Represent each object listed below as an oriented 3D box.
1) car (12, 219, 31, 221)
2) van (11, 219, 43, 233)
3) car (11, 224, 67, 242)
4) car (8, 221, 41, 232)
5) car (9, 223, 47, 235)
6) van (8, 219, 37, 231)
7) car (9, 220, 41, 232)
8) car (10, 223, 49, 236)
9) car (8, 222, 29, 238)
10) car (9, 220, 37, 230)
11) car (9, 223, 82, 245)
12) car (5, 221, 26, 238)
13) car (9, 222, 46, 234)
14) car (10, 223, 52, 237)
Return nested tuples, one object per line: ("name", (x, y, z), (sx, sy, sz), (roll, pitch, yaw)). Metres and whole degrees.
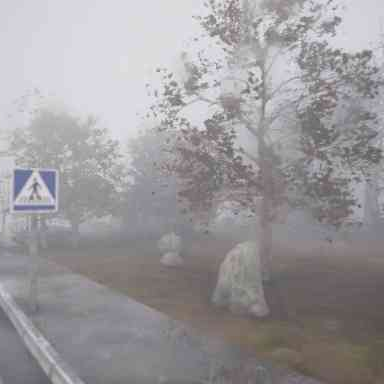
("car", (-19.165, 4.424, 39.950), (4.553, 1.767, 2.185), (1, -5, -29))
("van", (-25.788, 5.283, 52.003), (4.442, 1.987, 1.878), (1, -4, -29))
("car", (-15.063, 3.962, 32.790), (4.792, 1.488, 2.163), (1, -5, -29))
("car", (-28.591, 5.864, 56.720), (4.892, 1.521, 2.231), (1, -4, -29))
("car", (-23.214, 5.164, 47.129), (4.792, 1.488, 2.163), (1, -4, -29))
("van", (-30.042, 5.809, 59.078), (4.442, 1.987, 1.878), (1, -4, -29))
("car", (-27.328, 5.570, 54.431), (4.553, 1.767, 2.185), (1, -4, -29))
("car", (-21.834, 4.981, 44.747), (4.674, 1.452, 2.002), (1, -5, -29))
("car", (-12.399, 3.503, 27.995), (5.008, 1.535, 2.097), (1, -5, -29))
("car", (-31.262, 6.076, 61.538), (4.553, 1.767, 2.185), (1, -4, -29))
("car", (-11.051, 3.287, 25.602), (4.892, 1.521, 2.231), (1, -5, -29))
("car", (-16.602, 4.135, 35.085), (5.366, 1.575, 1.946), (1, -5, -29))
("car", (-24.510, 5.350, 49.550), (4.792, 1.488, 2.163), (1, -4, -29))
("car", (-20.490, 4.786, 42.352), (4.674, 1.452, 2.002), (1, -5, -29))
